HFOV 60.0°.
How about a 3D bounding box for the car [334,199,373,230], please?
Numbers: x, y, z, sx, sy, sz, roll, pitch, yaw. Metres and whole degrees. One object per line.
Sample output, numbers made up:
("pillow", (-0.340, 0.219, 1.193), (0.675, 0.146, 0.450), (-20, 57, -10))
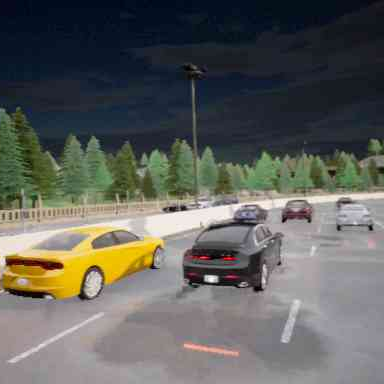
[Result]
("car", (9.550, 1.411, 19.815), (1.812, 1.442, 4.674), (-2, -1, 23))

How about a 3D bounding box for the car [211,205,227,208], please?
("car", (4.336, 1.558, 43.274), (2.150, 2.045, 5.566), (-2, -1, 26))

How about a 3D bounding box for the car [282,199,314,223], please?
("car", (8.236, 1.350, 25.726), (2.097, 1.767, 4.553), (-2, -1, 23))

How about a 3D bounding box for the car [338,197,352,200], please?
("car", (16.561, 1.325, 35.975), (1.837, 1.490, 4.892), (-3, 0, 25))

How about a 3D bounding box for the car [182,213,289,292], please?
("car", (1.333, 1.563, 9.214), (1.837, 1.490, 4.892), (-2, -1, 23))

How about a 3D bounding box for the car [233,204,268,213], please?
("car", (4.709, 1.678, 26.338), (2.033, 1.411, 5.357), (-2, -1, 23))

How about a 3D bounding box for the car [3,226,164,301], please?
("car", (-2.516, 1.670, 9.081), (1.882, 1.535, 5.008), (-2, -1, 23))

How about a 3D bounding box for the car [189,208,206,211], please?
("car", (1.298, 1.685, 45.010), (2.150, 2.045, 5.566), (-2, -1, 26))
